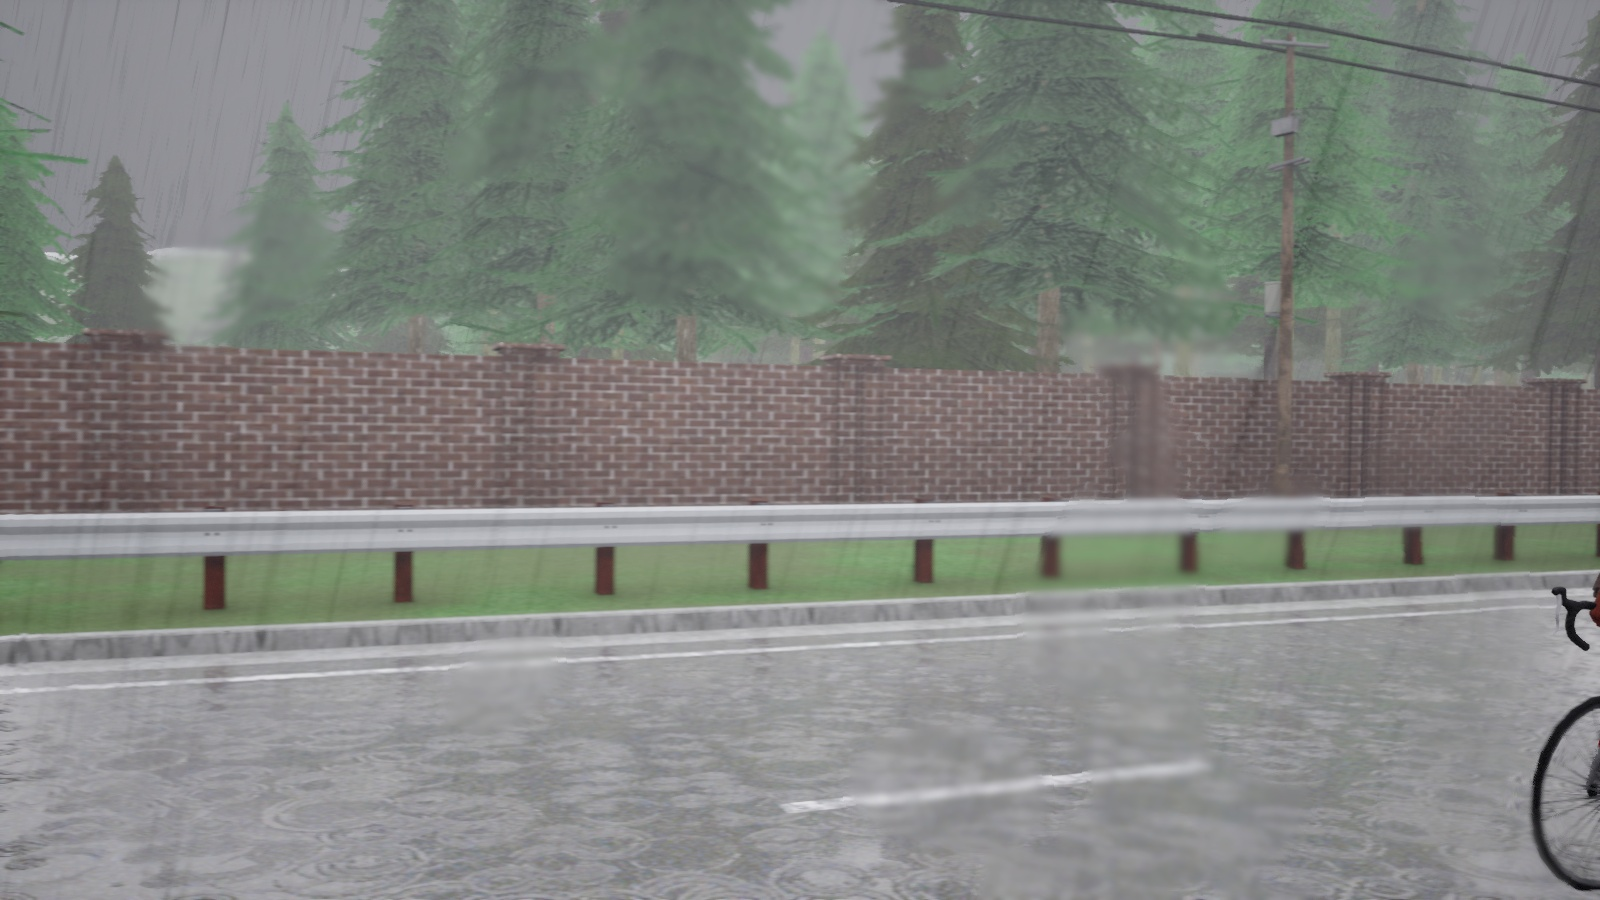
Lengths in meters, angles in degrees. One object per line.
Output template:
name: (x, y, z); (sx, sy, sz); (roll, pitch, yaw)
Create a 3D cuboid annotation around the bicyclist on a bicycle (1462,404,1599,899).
bicyclist on a bicycle: (3.225, 0.643, 4.463); (1.656, 1.620, 0.582); (-1, 1, -21)
